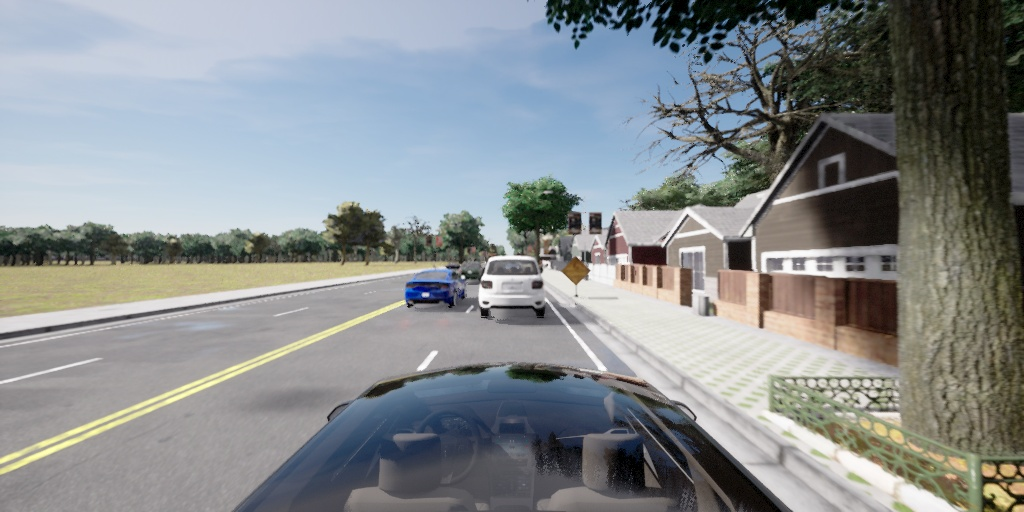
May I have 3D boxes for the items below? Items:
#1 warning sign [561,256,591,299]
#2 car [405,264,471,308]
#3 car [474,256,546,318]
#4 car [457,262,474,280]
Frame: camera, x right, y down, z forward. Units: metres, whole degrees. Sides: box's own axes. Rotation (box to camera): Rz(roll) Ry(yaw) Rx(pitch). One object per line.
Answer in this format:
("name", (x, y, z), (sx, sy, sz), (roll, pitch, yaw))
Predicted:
("warning sign", (2.854, 0.939, 15.886), (1.300, 1.860, 1.060), (0, 0, 0))
("car", (-3.193, 1.300, 15.793), (1.882, 1.535, 5.008), (0, 0, 0))
("car", (0.033, 1.033, 13.468), (2.150, 2.045, 5.566), (0, 0, 1))
("car", (-3.198, 1.266, 29.566), (2.097, 1.767, 4.553), (0, 0, 1))
